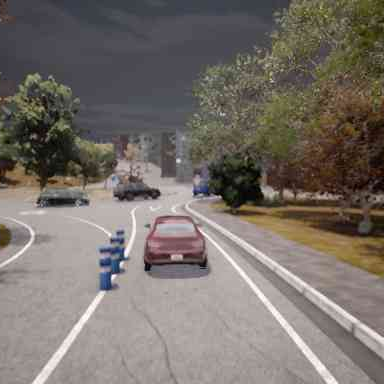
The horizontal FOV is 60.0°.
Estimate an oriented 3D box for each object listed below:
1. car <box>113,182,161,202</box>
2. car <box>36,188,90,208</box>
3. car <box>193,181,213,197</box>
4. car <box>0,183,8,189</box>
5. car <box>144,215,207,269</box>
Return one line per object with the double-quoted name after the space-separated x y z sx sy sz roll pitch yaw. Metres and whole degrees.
-6.128 -0.059 37.539 5.566 2.045 2.150 -3 5 -42 "car"
-11.957 0.451 31.031 4.553 1.767 2.097 -1 3 -14 "car"
1.917 -0.462 44.367 2.150 2.045 5.566 2 4 22 "car"
-36.817 -1.134 61.549 1.895 1.301 4.718 2 3 26 "car"
-0.590 1.490 10.995 1.812 1.442 4.674 0 1 -5 "car"
